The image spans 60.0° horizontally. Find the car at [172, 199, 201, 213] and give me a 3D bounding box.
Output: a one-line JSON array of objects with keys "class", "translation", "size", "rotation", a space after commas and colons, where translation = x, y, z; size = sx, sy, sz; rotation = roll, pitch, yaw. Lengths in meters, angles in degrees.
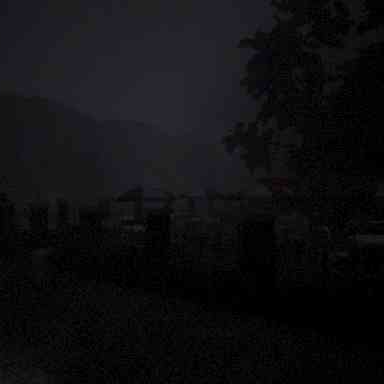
[{"class": "car", "translation": [-0.924, 1.466, 36.450], "size": [1.882, 1.535, 5.008], "rotation": [0, 0, 36]}]
